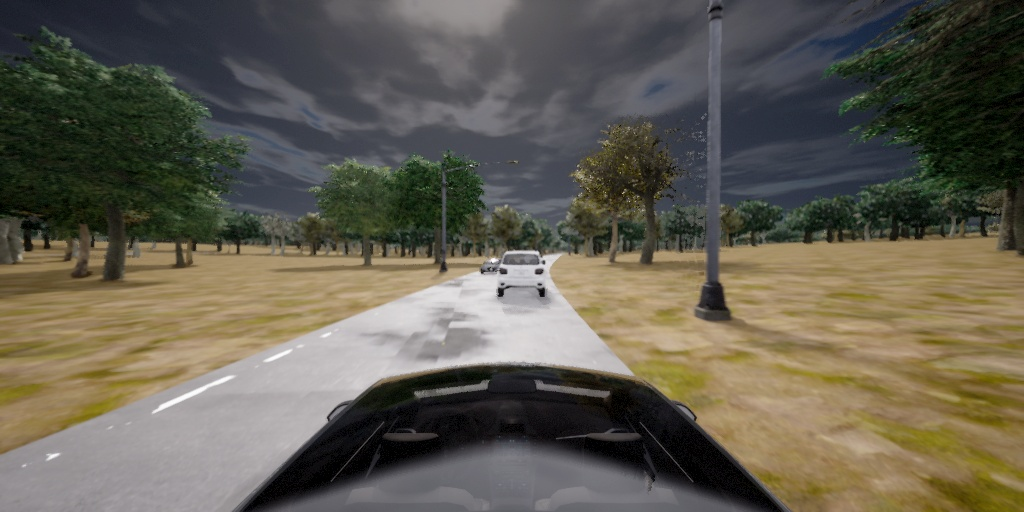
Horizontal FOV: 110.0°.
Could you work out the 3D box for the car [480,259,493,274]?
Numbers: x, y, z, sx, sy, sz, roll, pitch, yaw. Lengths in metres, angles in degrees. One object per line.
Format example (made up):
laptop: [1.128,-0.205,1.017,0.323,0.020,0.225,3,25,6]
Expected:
car: [-1.614,0.932,32.733,1.994,1.385,4.181,0,1,5]

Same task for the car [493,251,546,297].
car: [0.504,0.774,17.729,2.150,2.045,5.566,0,1,3]
